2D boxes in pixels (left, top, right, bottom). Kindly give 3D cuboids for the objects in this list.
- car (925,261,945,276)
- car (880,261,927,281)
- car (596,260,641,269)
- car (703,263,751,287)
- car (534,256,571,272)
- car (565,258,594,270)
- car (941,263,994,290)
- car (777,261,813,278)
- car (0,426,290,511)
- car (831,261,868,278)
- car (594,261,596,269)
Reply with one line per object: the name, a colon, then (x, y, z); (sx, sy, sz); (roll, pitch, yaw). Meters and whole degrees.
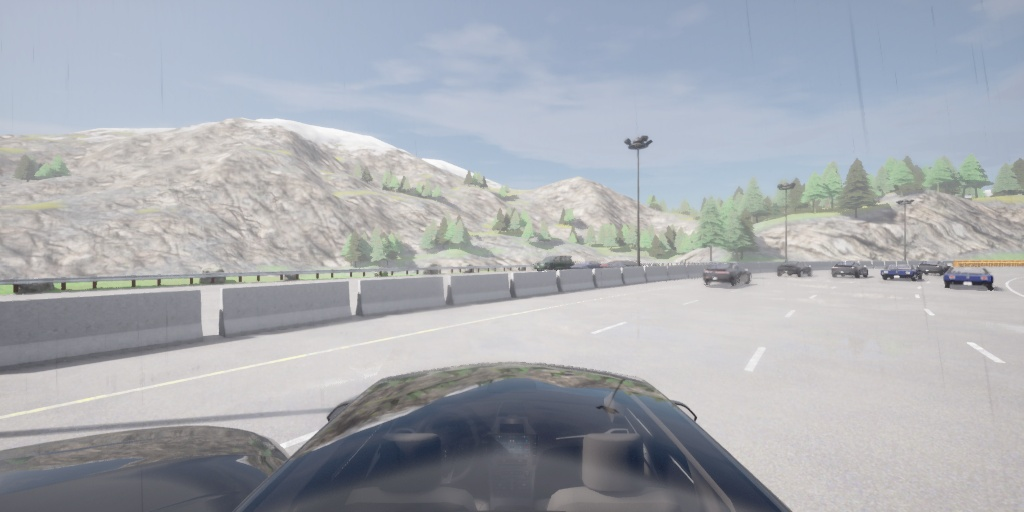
car: (43.314, 1.241, 36.808); (4.902, 1.511, 2.128); (0, 0, -31)
car: (32.309, 1.351, 29.677); (4.718, 1.301, 1.895); (0, 0, -35)
car: (10.783, 1.227, 35.211); (5.008, 1.535, 1.882); (0, 0, -40)
car: (14.724, 1.240, 24.474); (4.902, 1.511, 2.128); (0, 0, -42)
car: (5.222, 0.973, 44.262); (5.566, 2.045, 2.150); (0, 0, -40)
car: (9.245, 1.297, 43.055); (5.357, 1.411, 2.033); (0, 0, -39)
car: (29.110, 1.351, 22.899); (4.718, 1.301, 1.895); (0, 0, -38)
car: (27.416, 1.253, 34.738); (4.892, 1.490, 1.837); (0, 0, -36)
car: (-2.981, 1.255, 0.477); (4.892, 1.490, 1.837); (0, 0, -45)
car: (31.376, 1.241, 33.286); (4.902, 1.511, 2.128); (0, 0, -35)
car: (11.947, 1.227, 40.751); (5.008, 1.535, 1.882); (0, 0, -39)
